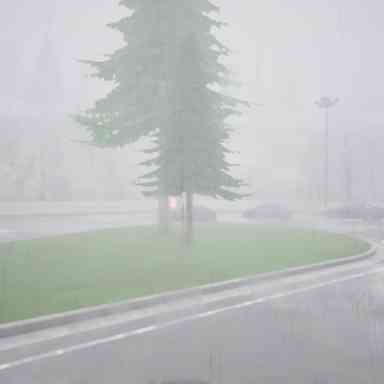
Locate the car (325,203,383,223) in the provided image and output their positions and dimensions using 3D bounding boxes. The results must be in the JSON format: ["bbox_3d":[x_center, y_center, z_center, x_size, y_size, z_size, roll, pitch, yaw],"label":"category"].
[{"bbox_3d":[13.429,1.647,27.332,2.128,1.511,4.902,1,-1,-40],"label":"car"}]

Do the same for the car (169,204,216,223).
[{"bbox_3d":[-0.208,1.648,25.796,4.181,1.385,1.994,0,0,-3],"label":"car"}]

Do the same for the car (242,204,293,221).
[{"bbox_3d":[6.395,1.688,28.292,4.181,1.385,1.994,0,0,27],"label":"car"}]
